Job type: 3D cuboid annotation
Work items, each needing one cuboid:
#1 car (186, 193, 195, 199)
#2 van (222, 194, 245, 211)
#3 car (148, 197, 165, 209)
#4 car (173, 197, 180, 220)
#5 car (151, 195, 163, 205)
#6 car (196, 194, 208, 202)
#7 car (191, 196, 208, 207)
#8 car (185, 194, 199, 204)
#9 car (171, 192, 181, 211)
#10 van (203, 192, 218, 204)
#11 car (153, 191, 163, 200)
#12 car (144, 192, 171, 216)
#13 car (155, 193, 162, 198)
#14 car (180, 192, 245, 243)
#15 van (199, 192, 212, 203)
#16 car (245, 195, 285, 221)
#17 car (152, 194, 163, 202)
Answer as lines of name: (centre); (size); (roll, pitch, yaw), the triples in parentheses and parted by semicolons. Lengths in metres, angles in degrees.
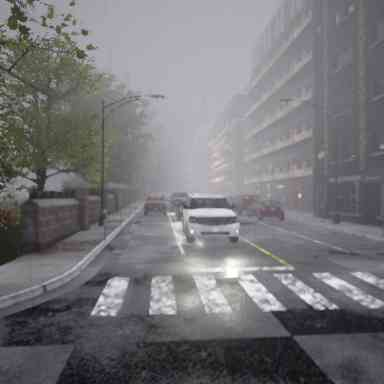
car: (-0.309, 1.008, 86.080); (1.947, 1.339, 4.313); (1, 0, -6)
van: (4.518, 1.109, 36.604); (1.690, 1.788, 3.998); (1, 0, -6)
car: (-4.363, 1.295, 41.291); (1.947, 1.339, 4.313); (1, 0, -6)
car: (-0.278, 1.358, 25.971); (1.812, 1.442, 4.674); (0, 0, -6)
car: (-5.417, 1.183, 52.116); (1.752, 1.417, 4.829); (1, 0, -6)
car: (1.819, 1.111, 64.260); (1.752, 1.417, 4.829); (1, 0, -6)
car: (0.953, 1.305, 45.835); (1.895, 1.301, 4.718); (0, 0, -5)
car: (-0.059, 1.145, 55.650); (1.837, 1.490, 4.892); (0, 0, -6)
car: (-1.296, 0.984, 36.547); (2.150, 2.045, 5.566); (0, 0, -5)
van: (2.910, 1.000, 53.097); (1.690, 1.788, 3.998); (1, 0, -6)
car: (-7.572, 0.827, 74.273); (2.192, 1.841, 5.009); (1, 0, -6)
car: (-3.286, 1.116, 30.294); (2.192, 1.841, 5.009); (1, 0, -6)
car: (-9.185, 0.969, 90.765); (1.947, 1.339, 4.313); (1, 0, -6)
car: (0.741, 1.120, 15.859); (2.150, 2.045, 5.566); (0, 0, -4)
van: (2.375, 0.964, 58.594); (1.690, 1.788, 3.998); (1, 0, -6)
car: (5.588, 1.280, 25.610); (1.967, 1.590, 4.097); (1, 0, -6)
car: (-6.506, 1.135, 63.279); (2.008, 1.369, 4.403); (1, 0, -6)
